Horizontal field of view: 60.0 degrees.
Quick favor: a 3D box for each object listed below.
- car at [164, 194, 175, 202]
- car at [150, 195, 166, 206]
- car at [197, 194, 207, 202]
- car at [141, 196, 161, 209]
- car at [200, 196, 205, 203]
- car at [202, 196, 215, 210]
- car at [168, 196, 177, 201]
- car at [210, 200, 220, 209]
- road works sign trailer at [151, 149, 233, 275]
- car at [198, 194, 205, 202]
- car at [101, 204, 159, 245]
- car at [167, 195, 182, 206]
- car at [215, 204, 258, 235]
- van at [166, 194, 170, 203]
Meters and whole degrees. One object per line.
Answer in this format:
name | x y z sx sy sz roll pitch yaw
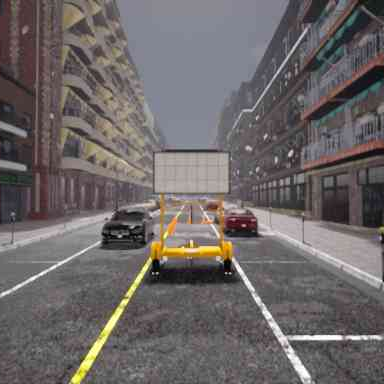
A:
car | -5.292 1.479 79.716 2.192 1.841 5.009 1 0 0
car | -5.290 1.372 46.535 2.192 1.841 5.009 2 0 0
car | 2.553 1.502 85.188 2.192 1.841 5.009 1 0 0
car | -5.296 1.570 40.833 1.752 1.417 4.829 2 0 0
car | 2.583 1.608 46.472 2.008 1.369 4.403 1 0 0
car | 2.584 1.590 40.940 1.887 1.381 4.507 1 0 0
car | -5.299 1.778 90.778 1.947 1.339 4.313 1 0 0
car | 2.585 1.541 24.520 1.752 1.417 4.829 1 0 0
road works sign trailer | -0.010 0.467 10.489 2.380 3.560 2.880 0 0 0
car | 2.583 1.647 63.064 1.887 1.381 4.507 1 0 0
car | -2.849 1.510 15.578 1.837 1.490 4.892 0 0 0
car | -2.829 1.648 57.584 1.994 1.385 4.181 0 0 0
car | 2.584 1.554 18.818 1.887 1.381 4.507 1 0 0
van | -5.292 1.426 57.594 1.690 1.788 3.998 2 0 0
